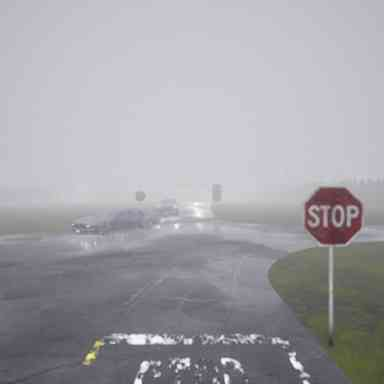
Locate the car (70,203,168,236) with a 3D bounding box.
[{"bbox_3d":[-4.176,1.604,19.215,2.033,1.411,5.357,0,1,40],"label":"car"}]

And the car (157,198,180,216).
[{"bbox_3d":[-2.293,1.381,32.753,2.097,1.767,4.553,0,0,1],"label":"car"}]
